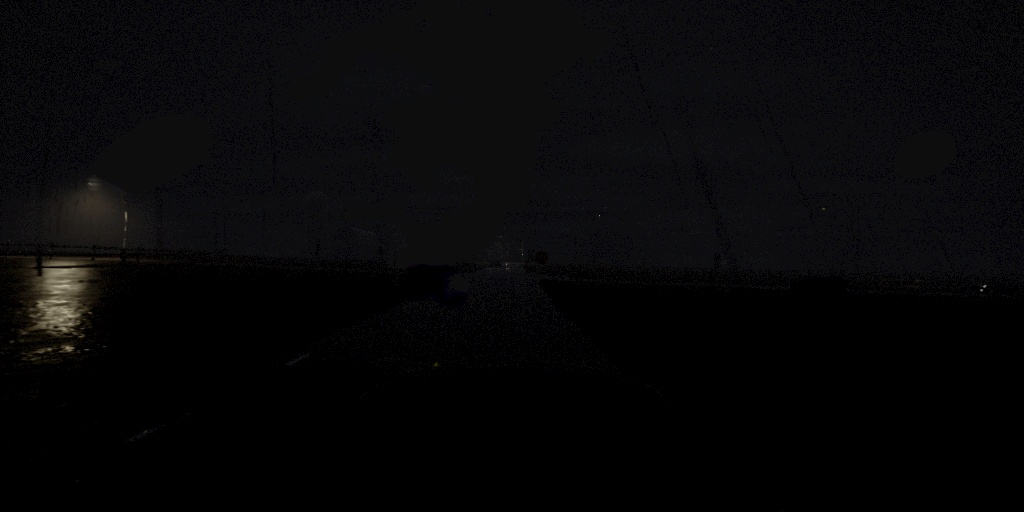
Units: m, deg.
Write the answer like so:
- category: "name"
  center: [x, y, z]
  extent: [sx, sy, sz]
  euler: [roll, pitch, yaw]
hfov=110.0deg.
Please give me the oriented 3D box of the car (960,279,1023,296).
- category: "car"
  center: [49.202, 3.108, 36.827]
  extent: [4.553, 1.767, 2.097]
  euler: [2, -1, 0]

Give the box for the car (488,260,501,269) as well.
- category: "car"
  center: [-2.737, 1.317, 58.217]
  extent: [1.994, 1.385, 4.181]
  euler: [0, 1, 0]
